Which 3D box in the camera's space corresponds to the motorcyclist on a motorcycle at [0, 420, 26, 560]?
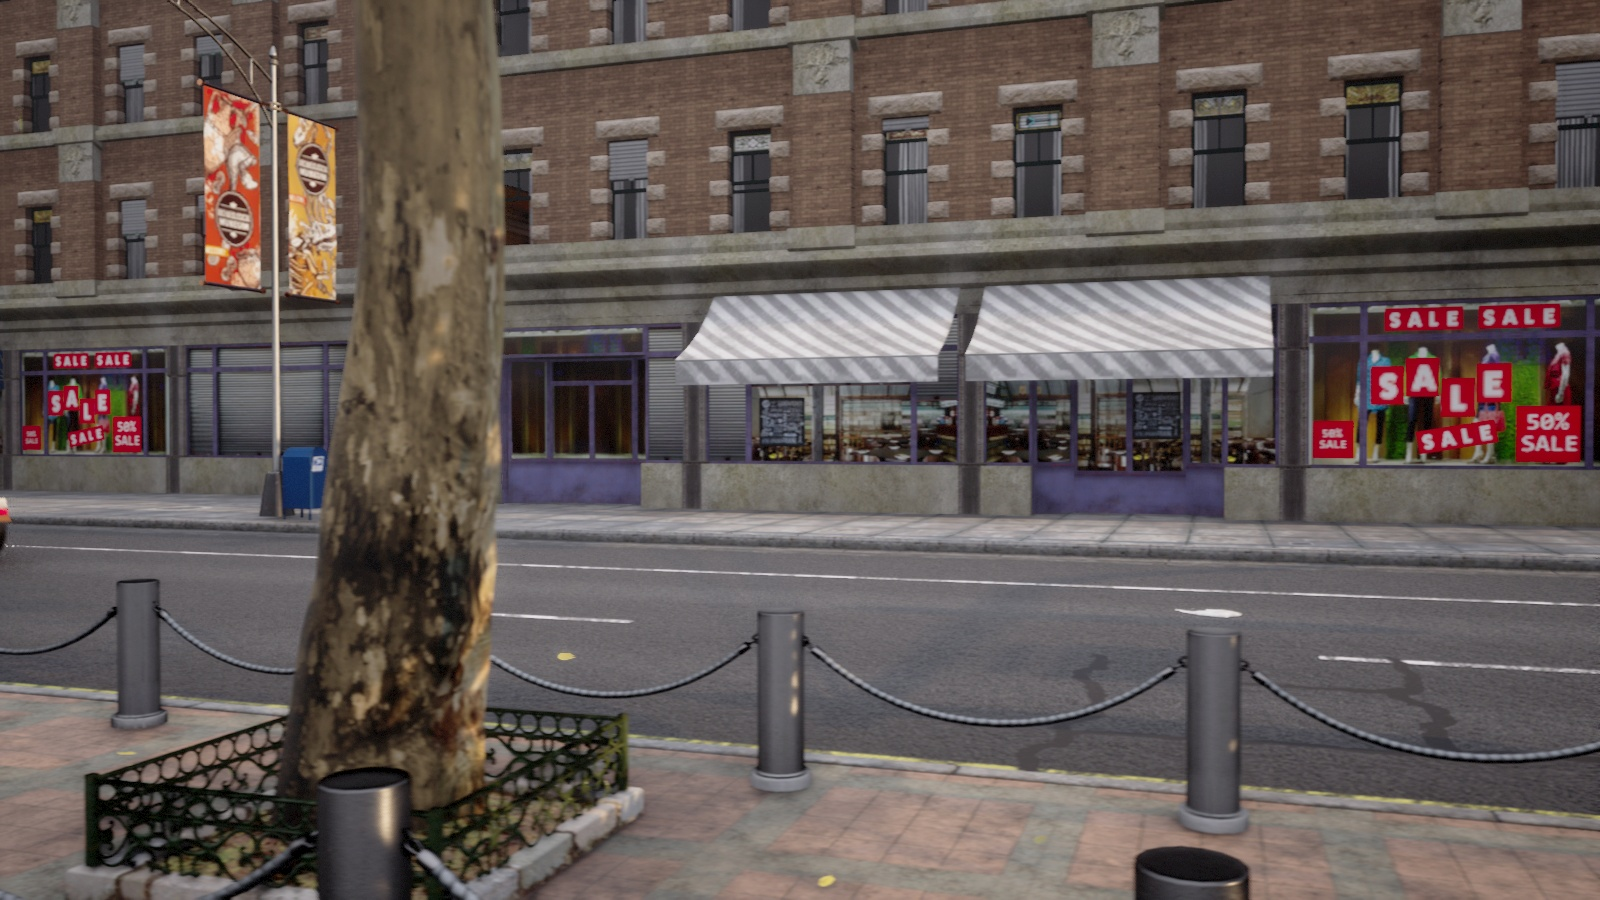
[{"bbox_3d":[-10.607,0.467,15.201,2.350,1.649,0.766,0,1,19],"label":"motorcyclist on a motorcycle"}]
